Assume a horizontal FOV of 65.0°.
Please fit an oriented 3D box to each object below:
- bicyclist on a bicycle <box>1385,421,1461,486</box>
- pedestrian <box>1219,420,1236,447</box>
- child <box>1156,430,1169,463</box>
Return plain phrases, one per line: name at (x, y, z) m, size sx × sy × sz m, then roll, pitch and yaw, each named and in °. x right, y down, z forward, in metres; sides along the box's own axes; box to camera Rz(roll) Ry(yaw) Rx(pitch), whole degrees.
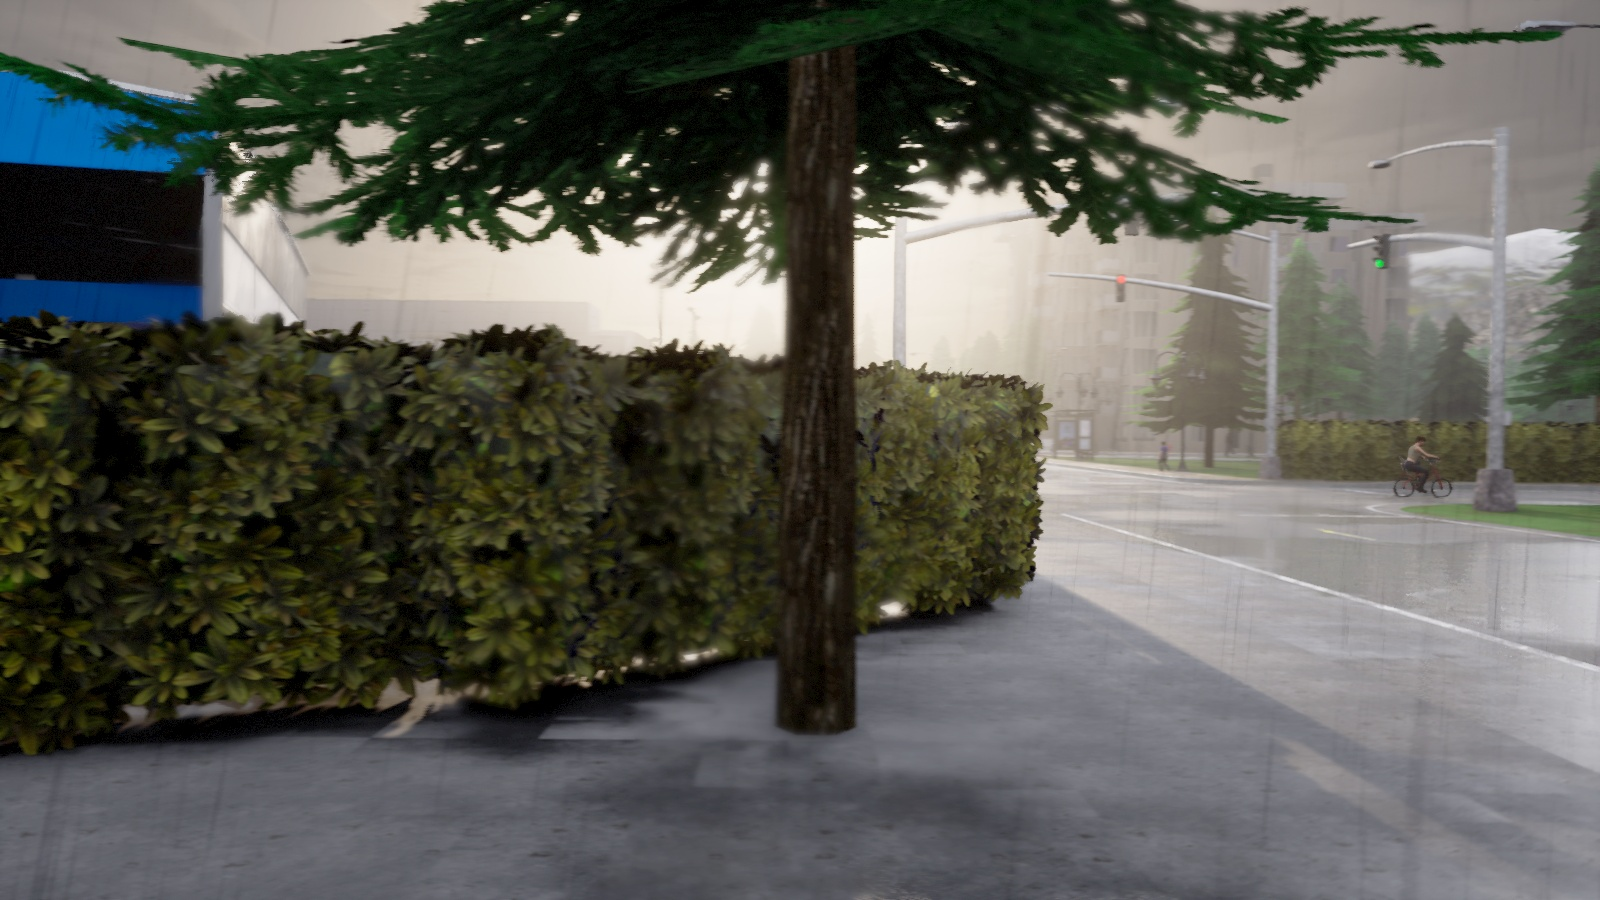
bicyclist on a bicycle at (15.888, 0.088, 32.047) m, size 1.509 × 1.612 × 0.866 m, roll -1°, pitch 1°, yaw -1°
pedestrian at (28.891, -1.120, 84.946) m, size 0.899 × 1.844 × 0.634 m, roll -1°, pitch 1°, yaw -3°
child at (13.959, -0.128, 48.361) m, size 0.270 × 1.263 × 0.437 m, roll -1°, pitch 1°, yaw -23°
